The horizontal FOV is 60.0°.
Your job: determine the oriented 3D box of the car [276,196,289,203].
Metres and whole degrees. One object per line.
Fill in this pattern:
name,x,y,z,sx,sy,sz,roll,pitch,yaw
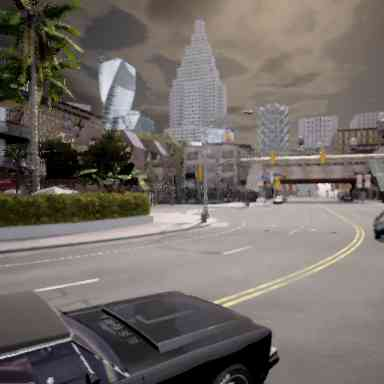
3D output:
car,23.319,1.908,85.614,2.231,1.521,4.892,0,0,28

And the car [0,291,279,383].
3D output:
car,-1.394,1.622,2.864,4.718,1.301,1.895,0,0,-37

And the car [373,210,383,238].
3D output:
car,10.773,1.639,17.690,1.994,1.385,4.181,0,0,28

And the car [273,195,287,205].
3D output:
car,18.042,1.827,69.243,2.097,1.535,5.008,0,0,18
